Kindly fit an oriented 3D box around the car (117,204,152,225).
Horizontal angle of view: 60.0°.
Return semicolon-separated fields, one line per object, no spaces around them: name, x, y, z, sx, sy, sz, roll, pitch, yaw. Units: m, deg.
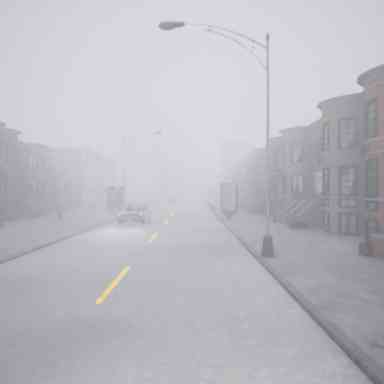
car;-4.097;1.582;24.111;1.895;1.301;4.718;0;0;0

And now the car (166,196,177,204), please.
car;-4.015;1.432;65.024;1.882;1.535;5.008;0;0;0
